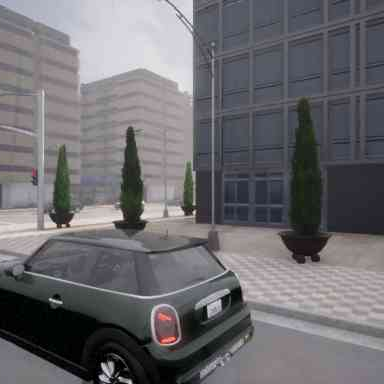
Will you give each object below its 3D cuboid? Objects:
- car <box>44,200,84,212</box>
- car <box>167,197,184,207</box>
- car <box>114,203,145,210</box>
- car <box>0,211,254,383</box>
[{"bbox_3d":[-14.093,1.560,35.981,1.837,1.490,4.892,0,0,35],"label":"car"},{"bbox_3d":[-2.058,1.559,53.011,1.837,1.490,4.892,0,0,35],"label":"car"},{"bbox_3d":[-8.198,1.581,44.321,1.812,1.442,4.674,0,0,35],"label":"car"},{"bbox_3d":[-1.472,1.352,5.043,4.553,1.767,2.097,0,0,35],"label":"car"}]
